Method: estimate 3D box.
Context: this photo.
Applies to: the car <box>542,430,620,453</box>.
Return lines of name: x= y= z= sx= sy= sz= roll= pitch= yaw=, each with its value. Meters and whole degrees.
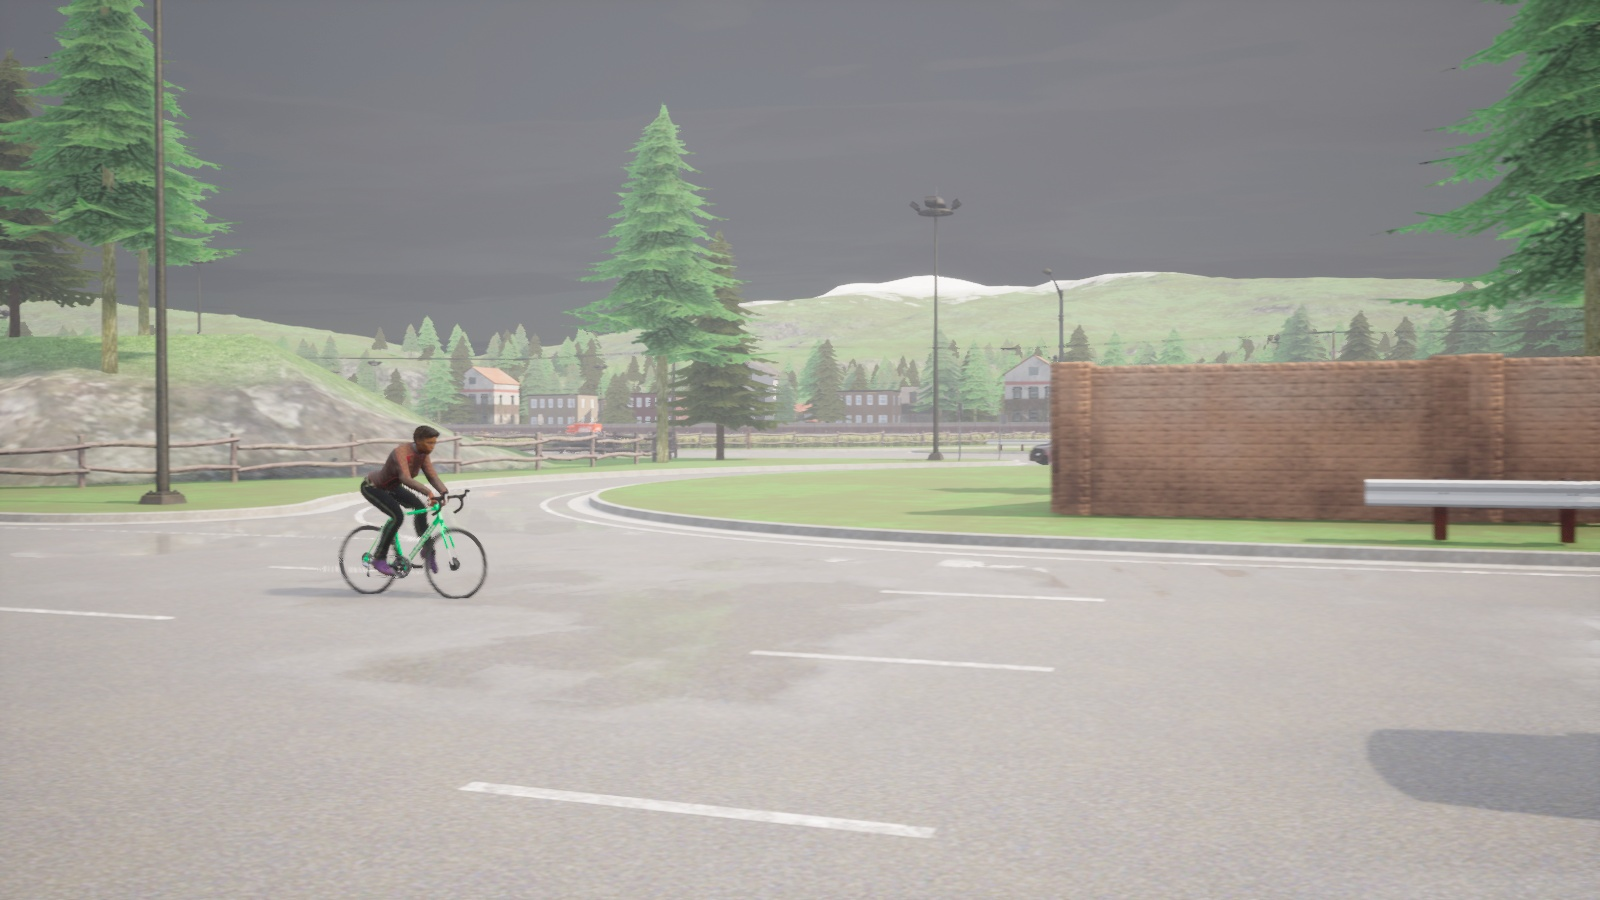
car: x=-14.202 y=-0.562 z=81.364 sx=4.674 sy=1.442 sz=1.812 roll=1 pitch=1 yaw=18

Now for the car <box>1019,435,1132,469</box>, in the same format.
car: x=11.594 y=0.078 z=52.898 sx=4.181 sy=1.385 sz=1.994 roll=0 pitch=1 yaw=-19

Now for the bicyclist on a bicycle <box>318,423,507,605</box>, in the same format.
bicyclist on a bicycle: x=-3.642 y=0.565 z=11.803 sx=1.656 sy=1.620 sz=0.582 roll=1 pitch=1 yaw=19
